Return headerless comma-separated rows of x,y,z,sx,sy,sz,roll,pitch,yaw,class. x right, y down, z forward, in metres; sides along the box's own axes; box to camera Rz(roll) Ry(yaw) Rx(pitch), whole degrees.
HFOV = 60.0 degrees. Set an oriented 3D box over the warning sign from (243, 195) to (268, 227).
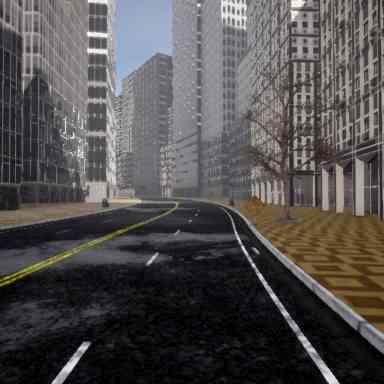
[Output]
3.776,1.115,19.944,1.300,1.860,1.060,-1,-1,5,warning sign
